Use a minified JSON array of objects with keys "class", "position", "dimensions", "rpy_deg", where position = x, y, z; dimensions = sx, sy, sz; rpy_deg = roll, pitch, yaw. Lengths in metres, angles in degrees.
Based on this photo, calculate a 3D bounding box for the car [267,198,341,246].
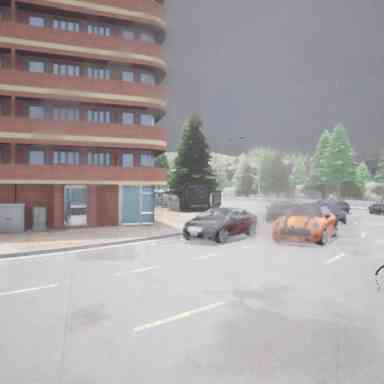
[{"class":"car","position":[5.384,1.352,15.555],"dimensions":[2.097,1.767,4.553],"rpy_deg":[0,0,32]}]

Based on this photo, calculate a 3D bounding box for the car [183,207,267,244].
[{"class":"car","position":[1.486,1.491,15.966],"dimensions":[2.128,1.511,4.902],"rpy_deg":[0,0,35]}]

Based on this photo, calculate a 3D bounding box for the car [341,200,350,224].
[{"class":"car","position":[10.260,1.570,24.812],"dimensions":[1.994,1.385,4.181],"rpy_deg":[0,0,18]}]

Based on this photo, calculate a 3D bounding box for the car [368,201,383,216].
[{"class":"car","position":[18.627,1.564,31.965],"dimensions":[1.994,1.385,4.181],"rpy_deg":[0,0,7]}]

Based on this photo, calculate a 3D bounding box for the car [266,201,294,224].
[{"class":"car","position":[6.930,1.516,25.891],"dimensions":[1.837,1.490,4.892],"rpy_deg":[0,0,18]}]

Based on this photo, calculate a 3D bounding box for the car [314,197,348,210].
[{"class":"car","position":[18.334,1.478,44.038],"dimensions":[1.882,1.535,5.008],"rpy_deg":[0,0,-8]}]

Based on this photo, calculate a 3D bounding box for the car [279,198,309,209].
[{"class":"car","position":[14.244,1.601,46.757],"dimensions":[1.895,1.301,4.718],"rpy_deg":[0,0,-14]}]

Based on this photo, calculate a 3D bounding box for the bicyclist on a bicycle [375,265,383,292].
[{"class":"bicyclist on a bicycle","position":[4.713,1.453,6.943],"dimensions":[1.656,1.620,0.582],"rpy_deg":[-1,-1,44]}]
